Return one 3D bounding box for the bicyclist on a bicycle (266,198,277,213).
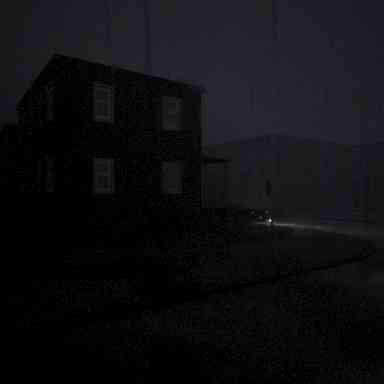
[{"bbox_3d":[8.304,1.348,34.786,1.656,1.620,0.582,0,0,-35],"label":"bicyclist on a bicycle"}]

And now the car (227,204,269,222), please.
[{"bbox_3d":[3.838,1.601,26.575,1.895,1.301,4.718,0,0,-35],"label":"car"}]
